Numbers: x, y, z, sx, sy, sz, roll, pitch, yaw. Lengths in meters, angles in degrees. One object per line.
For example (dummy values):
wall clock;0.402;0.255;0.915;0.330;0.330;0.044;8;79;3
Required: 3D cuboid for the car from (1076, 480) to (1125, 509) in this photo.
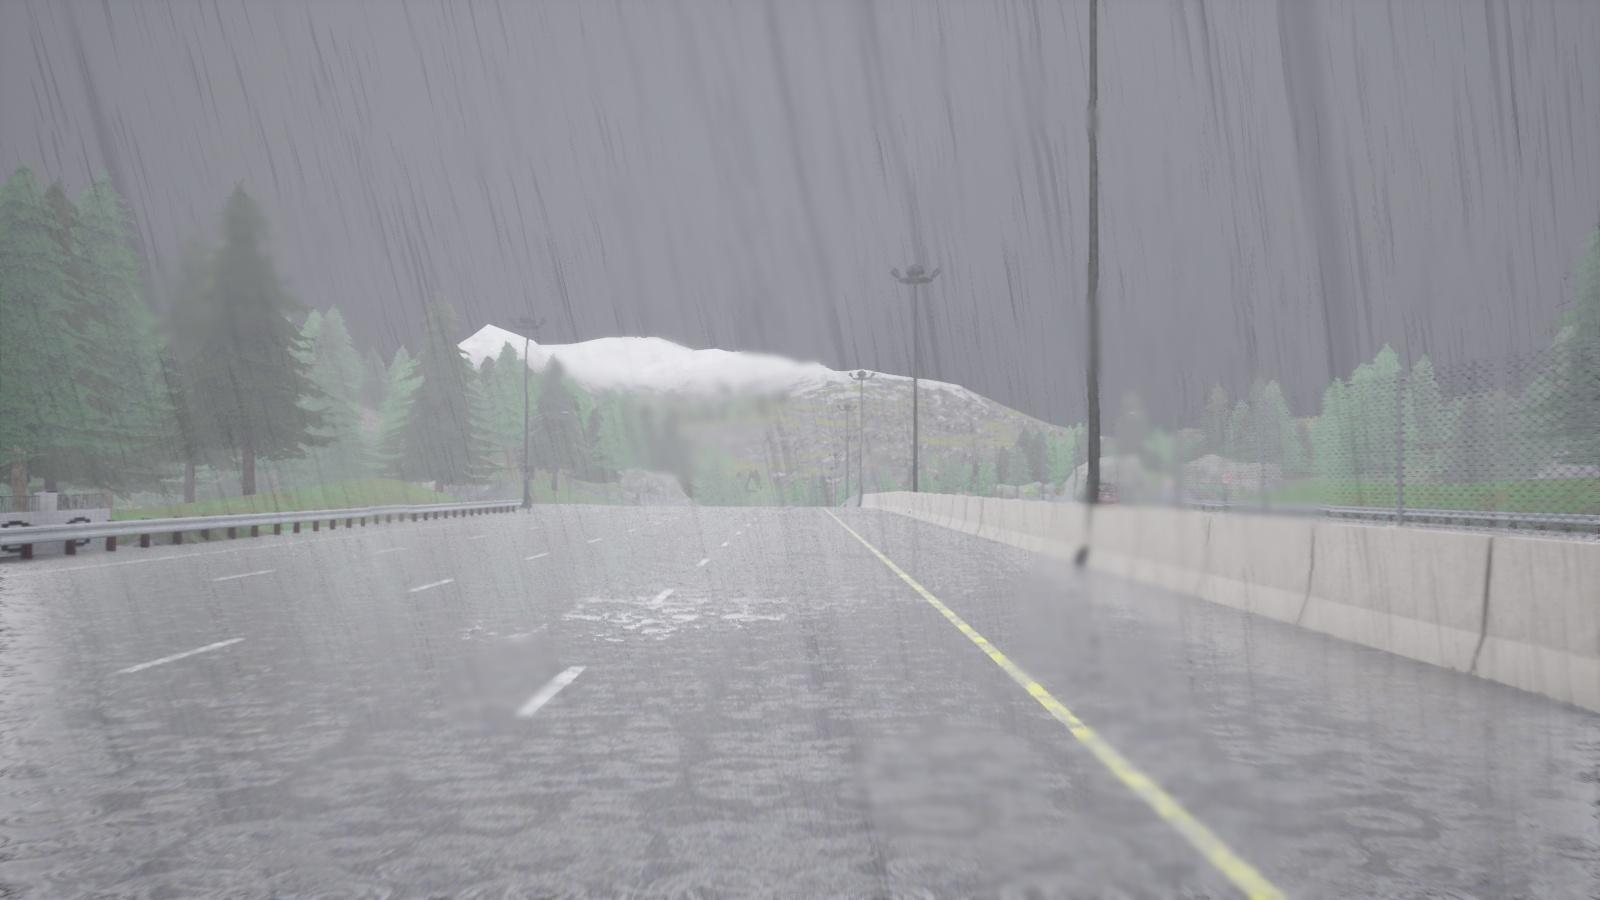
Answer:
car;17.326;2.577;72.673;1.851;1.617;3.988;0;-2;0
